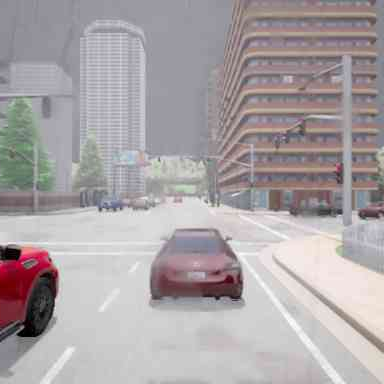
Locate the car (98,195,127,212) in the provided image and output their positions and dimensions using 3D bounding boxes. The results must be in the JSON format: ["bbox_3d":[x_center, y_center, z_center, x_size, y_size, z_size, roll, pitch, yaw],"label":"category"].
[{"bbox_3d":[-10.552,1.454,43.553,2.150,2.045,5.566,0,0,2],"label":"car"}]

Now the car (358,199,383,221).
[{"bbox_3d":[16.593,1.575,28.540,5.008,1.535,1.882,0,0,-20],"label":"car"}]

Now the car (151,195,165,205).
[{"bbox_3d":[-6.998,1.876,65.523,1.812,1.442,4.674,0,0,0],"label":"car"}]

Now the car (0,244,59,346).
[{"bbox_3d":[-3.426,1.243,3.530,2.150,2.045,5.566,0,0,0],"label":"car"}]

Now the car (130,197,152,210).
[{"bbox_3d":[-7.057,1.774,46.403,1.812,1.442,4.674,0,0,-1],"label":"car"}]

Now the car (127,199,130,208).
[{"bbox_3d":[-10.561,1.810,53.306,1.812,1.442,4.674,0,0,0],"label":"car"}]

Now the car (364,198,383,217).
[{"bbox_3d":[19.883,1.477,33.654,4.553,1.767,2.097,0,0,-27],"label":"car"}]

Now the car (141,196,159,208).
[{"bbox_3d":[-7.058,1.821,55.260,1.812,1.442,4.674,0,0,0],"label":"car"}]

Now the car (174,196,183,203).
[{"bbox_3d":[-3.455,1.799,83.096,2.097,1.767,4.553,0,0,0],"label":"car"}]

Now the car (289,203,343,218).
[{"bbox_3d":[11.439,1.710,30.814,4.718,1.301,1.895,0,0,-12],"label":"car"}]

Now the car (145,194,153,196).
[{"bbox_3d":[-10.460,1.622,74.267,2.150,2.045,5.566,0,0,0],"label":"car"}]

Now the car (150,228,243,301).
[{"bbox_3d":[0.118,1.611,8.535,1.994,1.385,4.181,0,0,1],"label":"car"}]
